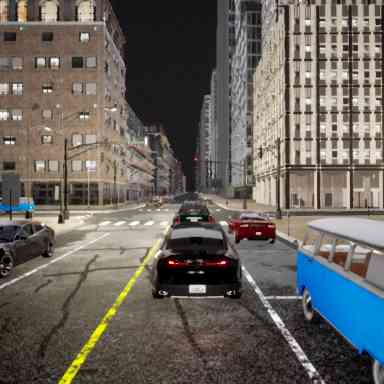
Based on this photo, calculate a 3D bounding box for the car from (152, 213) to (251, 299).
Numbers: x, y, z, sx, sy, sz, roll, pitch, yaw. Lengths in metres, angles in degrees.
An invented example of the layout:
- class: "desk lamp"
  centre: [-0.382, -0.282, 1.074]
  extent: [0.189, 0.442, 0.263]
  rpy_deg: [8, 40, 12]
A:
- class: "car"
  centre: [0.101, 1.505, 8.433]
  extent: [1.837, 1.490, 4.892]
  rpy_deg: [0, 0, 0]

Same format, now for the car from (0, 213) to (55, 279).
- class: "car"
  centre: [-5.682, 1.566, 10.135]
  extent: [1.947, 1.339, 4.313]
  rpy_deg: [1, 0, 0]

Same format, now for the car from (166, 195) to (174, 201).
- class: "car"
  centre: [-5.678, 1.467, 87.542]
  extent: [1.752, 1.417, 4.829]
  rpy_deg: [1, 0, 0]

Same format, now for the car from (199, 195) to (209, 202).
- class: "car"
  centre: [2.701, 1.506, 76.406]
  extent: [2.008, 1.369, 4.403]
  rpy_deg: [1, 0, 0]

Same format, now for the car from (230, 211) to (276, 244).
- class: "car"
  centre: [2.699, 1.544, 15.706]
  extent: [1.887, 1.381, 4.507]
  rpy_deg: [1, 0, 0]

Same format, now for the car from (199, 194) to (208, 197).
- class: "car"
  centre: [2.701, 1.525, 59.452]
  extent: [2.008, 1.369, 4.403]
  rpy_deg: [1, 0, 0]

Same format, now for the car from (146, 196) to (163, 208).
- class: "car"
  centre: [-5.681, 1.569, 48.150]
  extent: [1.802, 1.307, 4.206]
  rpy_deg: [1, 0, 0]

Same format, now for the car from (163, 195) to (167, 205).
- class: "car"
  centre: [-5.678, 1.421, 53.803]
  extent: [1.967, 1.590, 4.097]
  rpy_deg: [1, 0, 0]

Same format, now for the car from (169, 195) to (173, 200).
- class: "car"
  centre: [-5.680, 1.512, 70.756]
  extent: [2.008, 1.369, 4.403]
  rpy_deg: [1, 0, 0]

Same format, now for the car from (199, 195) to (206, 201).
- class: "car"
  centre: [2.702, 1.467, 87.880]
  extent: [1.752, 1.417, 4.829]
  rpy_deg: [1, 0, 0]

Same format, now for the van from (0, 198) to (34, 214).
- class: "van"
  centre: [-19.736, 1.522, 37.021]
  extent: [3.998, 1.788, 1.690]
  rpy_deg: [0, 0, 1]

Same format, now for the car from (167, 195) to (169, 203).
- class: "car"
  centre: [-5.680, 1.556, 59.454]
  extent: [1.802, 1.307, 4.206]
  rpy_deg: [1, 0, 0]

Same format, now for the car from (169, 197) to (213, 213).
- class: "car"
  centre: [0.070, 1.351, 17.526]
  extent: [2.097, 1.767, 4.553]
  rpy_deg: [0, 0, -1]

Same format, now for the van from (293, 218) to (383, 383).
- class: "van"
  centre: [2.701, 1.342, 4.552]
  extent: [1.690, 1.788, 3.998]
  rpy_deg: [1, 0, 0]

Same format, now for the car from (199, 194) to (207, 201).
- class: "car"
  centre: [2.703, 1.389, 82.059]
  extent: [1.967, 1.590, 4.097]
  rpy_deg: [1, 0, 0]
